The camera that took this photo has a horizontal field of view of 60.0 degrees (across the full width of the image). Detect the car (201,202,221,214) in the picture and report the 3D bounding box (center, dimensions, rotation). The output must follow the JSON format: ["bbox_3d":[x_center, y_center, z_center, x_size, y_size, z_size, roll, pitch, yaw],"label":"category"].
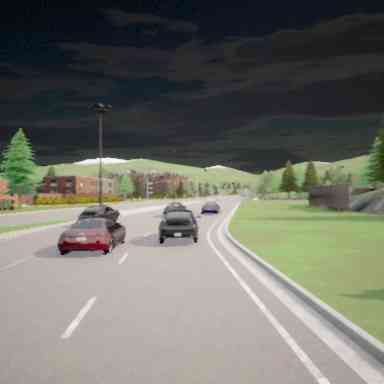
[{"bbox_3d":[2.285,1.874,39.597,1.994,1.385,4.181,-1,-1,9],"label":"car"}]

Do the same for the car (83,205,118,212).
[{"bbox_3d":[-6.884,1.785,25.325,1.837,1.490,4.892,-1,-1,6],"label":"car"}]

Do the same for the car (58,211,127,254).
[{"bbox_3d":[-4.098,1.725,14.295,1.994,1.385,4.181,-1,0,0],"label":"car"}]

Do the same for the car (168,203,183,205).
[{"bbox_3d":[-1.748,1.872,36.603,2.033,1.411,5.357,-1,0,9],"label":"car"}]

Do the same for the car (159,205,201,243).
[{"bbox_3d":[-0.589,1.655,17.132,1.837,1.490,4.892,-1,0,1],"label":"car"}]
